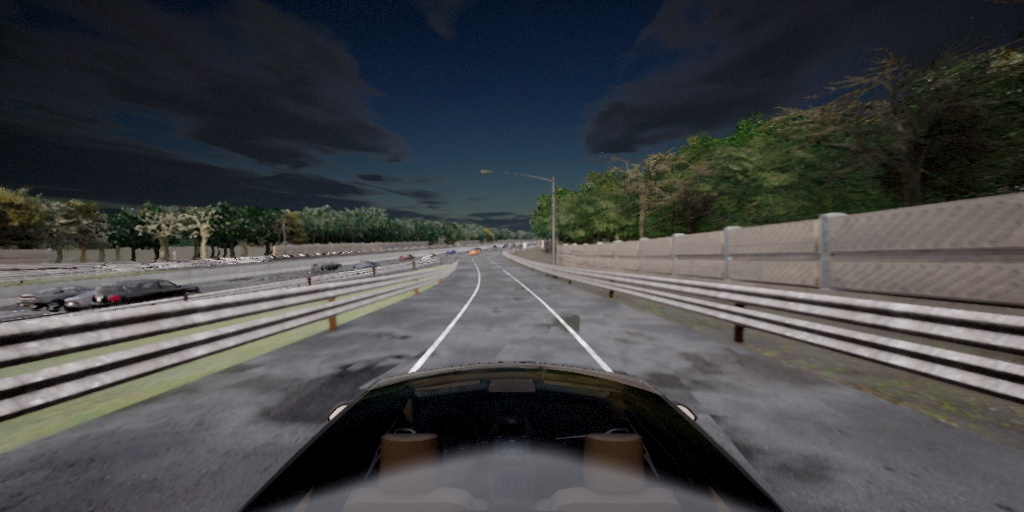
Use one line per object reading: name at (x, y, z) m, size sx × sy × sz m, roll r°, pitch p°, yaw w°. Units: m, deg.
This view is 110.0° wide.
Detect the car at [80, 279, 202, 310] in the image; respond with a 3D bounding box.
car at (-24.502, 2.585, 24.344) m, size 2.150 × 2.045 × 5.566 m, roll 0°, pitch 3°, yaw 11°

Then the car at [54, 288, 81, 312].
car at (-27.943, 2.937, 24.991) m, size 1.994 × 1.385 × 4.181 m, roll 0°, pitch 3°, yaw 11°

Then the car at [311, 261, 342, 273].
car at (-26.435, 1.469, 51.204) m, size 2.128 × 1.511 × 4.902 m, roll 0°, pitch 3°, yaw 11°

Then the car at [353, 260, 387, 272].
car at (-19.563, 1.545, 49.874) m, size 2.033 × 1.411 × 5.357 m, roll 0°, pitch 3°, yaw 11°

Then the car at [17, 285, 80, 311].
car at (-31.379, 2.860, 25.656) m, size 2.128 × 1.511 × 4.902 m, roll 0°, pitch 3°, yaw 11°
